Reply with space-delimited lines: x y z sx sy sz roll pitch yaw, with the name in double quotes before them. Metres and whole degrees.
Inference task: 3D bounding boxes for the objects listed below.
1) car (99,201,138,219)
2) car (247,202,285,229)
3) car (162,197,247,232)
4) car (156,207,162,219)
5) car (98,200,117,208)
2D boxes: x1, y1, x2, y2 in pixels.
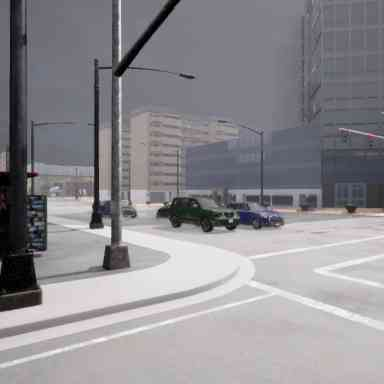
"car" -6.958 1.631 31.648 2.097 1.767 4.553 0 -1 -36
"car" 4.004 1.459 22.501 2.097 1.767 4.553 0 -1 -36
"car" 0.598 1.335 21.235 2.150 2.045 5.566 0 -1 -36
"car" -1.557 1.780 30.164 1.994 1.385 4.181 0 -1 -35
"car" -15.873 2.281 62.131 1.994 1.385 4.181 0 -1 -36
